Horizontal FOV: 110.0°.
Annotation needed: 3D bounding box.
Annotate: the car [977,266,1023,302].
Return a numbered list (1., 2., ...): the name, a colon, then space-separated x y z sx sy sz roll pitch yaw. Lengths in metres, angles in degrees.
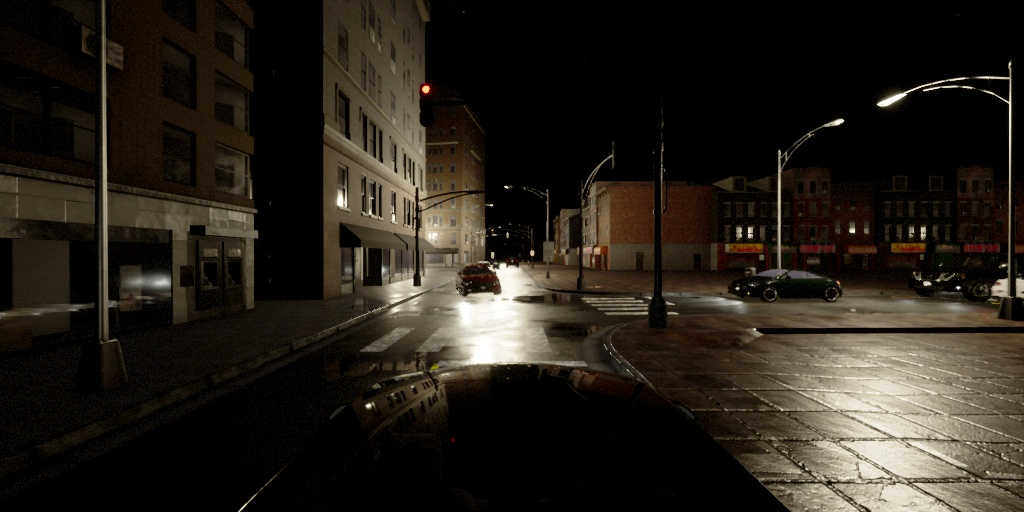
1. car: 20.636 1.199 13.129 4.674 1.442 1.812 0 0 0

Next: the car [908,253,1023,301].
1. car: 21.320 0.884 16.038 5.566 2.045 2.150 0 0 0

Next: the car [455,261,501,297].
1. car: -1.966 1.228 19.321 1.882 1.535 5.008 0 0 -14

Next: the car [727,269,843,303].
1. car: 12.042 1.261 15.988 4.181 1.385 1.994 0 0 0

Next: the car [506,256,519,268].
1. car: 0.080 0.991 61.384 2.150 2.045 5.566 0 0 0
